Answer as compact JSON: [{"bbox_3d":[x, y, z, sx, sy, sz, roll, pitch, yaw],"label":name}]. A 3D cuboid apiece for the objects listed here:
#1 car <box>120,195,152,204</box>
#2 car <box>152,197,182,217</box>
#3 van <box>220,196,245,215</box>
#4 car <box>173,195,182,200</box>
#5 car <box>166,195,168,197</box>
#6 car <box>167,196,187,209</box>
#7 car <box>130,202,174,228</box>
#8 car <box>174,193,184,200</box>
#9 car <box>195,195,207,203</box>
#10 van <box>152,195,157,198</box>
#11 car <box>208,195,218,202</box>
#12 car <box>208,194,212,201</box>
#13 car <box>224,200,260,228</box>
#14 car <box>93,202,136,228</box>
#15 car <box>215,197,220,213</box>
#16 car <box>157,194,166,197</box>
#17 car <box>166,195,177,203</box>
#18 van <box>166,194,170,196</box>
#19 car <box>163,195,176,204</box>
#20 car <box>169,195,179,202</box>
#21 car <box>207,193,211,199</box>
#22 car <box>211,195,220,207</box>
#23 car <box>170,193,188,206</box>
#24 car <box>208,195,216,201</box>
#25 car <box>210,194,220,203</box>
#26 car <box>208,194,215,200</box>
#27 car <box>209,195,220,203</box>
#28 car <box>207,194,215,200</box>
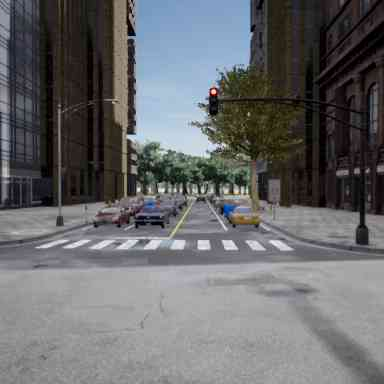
[{"bbox_3d":[-5.042,1.285,27.635,2.192,1.841,5.009,-1,0,1],"label":"car"},{"bbox_3d":[-2.269,1.469,31.223,1.837,1.490,4.892,0,0,2],"label":"car"},{"bbox_3d":[3.482,1.312,27.430,1.690,1.788,3.998,-1,0,1],"label":"van"},{"bbox_3d":[-3.617,1.361,84.413,1.887,1.381,4.507,0,0,1],"label":"car"},{"bbox_3d":[-4.612,1.484,44.669,2.008,1.369,4.403,-1,0,1],"label":"car"},{"bbox_3d":[-2.032,1.544,40.530,1.895,1.301,4.718,0,0,2],"label":"car"},{"bbox_3d":[-2.507,1.580,21.887,1.895,1.301,4.718,0,0,2],"label":"car"},{"bbox_3d":[-3.477,1.113,90.091,2.192,1.841,5.009,0,0,1],"label":"car"},{"bbox_3d":[1.791,1.378,65.894,1.837,1.490,4.892,0,0,1],"label":"car"},{"bbox_3d":[-4.899,1.301,33.313,1.690,1.788,3.998,-1,0,1],"label":"van"},{"bbox_3d":[4.621,1.403,72.849,2.008,1.369,4.403,0,0,1],"label":"car"},{"bbox_3d":[4.195,1.453,55.817,2.008,1.369,4.403,-1,0,1],"label":"car"},{"bbox_3d":[3.346,1.505,21.921,1.752,1.417,4.829,-1,0,1],"label":"car"},{"bbox_3d":[-5.181,1.561,21.956,1.802,1.307,4.206,-1,0,1],"label":"car"},{"bbox_3d":[3.626,1.526,33.108,1.947,1.339,4.313,-1,0,1],"label":"car"},{"bbox_3d":[-4.757,1.262,38.991,2.192,1.841,5.009,-1,0,1],"label":"car"},{"bbox_3d":[-4.044,1.414,67.380,1.887,1.381,4.507,0,0,1],"label":"car"},{"bbox_3d":[-4.330,1.243,56.024,1.690,1.788,3.998,0,0,1],"label":"van"},{"bbox_3d":[-4.187,1.326,61.702,1.967,1.590,4.097,0,0,1],"label":"car"},{"bbox_3d":[-3.901,1.434,73.058,1.802,1.307,4.206,0,0,1],"label":"car"},{"bbox_3d":[4.335,1.201,61.494,2.192,1.841,5.009,-1,0,1],"label":"car"},{"bbox_3d":[3.915,1.458,44.633,1.752,1.417,4.829,-1,0,1],"label":"car"},{"bbox_3d":[-1.744,1.269,50.633,2.097,1.767,4.553,0,0,2],"label":"car"},{"bbox_3d":[4.764,1.417,78.527,1.802,1.307,4.206,0,0,1],"label":"car"},{"bbox_3d":[4.053,1.463,50.140,1.887,1.381,4.507,-1,0,1],"label":"car"},{"bbox_3d":[4.909,1.342,84.374,1.752,1.417,4.829,0,0,1],"label":"car"},{"bbox_3d":[4.479,1.420,67.172,2.008,1.369,4.403,-1,0,1],"label":"car"},{"bbox_3d":[5.048,1.365,89.881,1.947,1.339,4.313,0,0,1],"label":"car"}]
